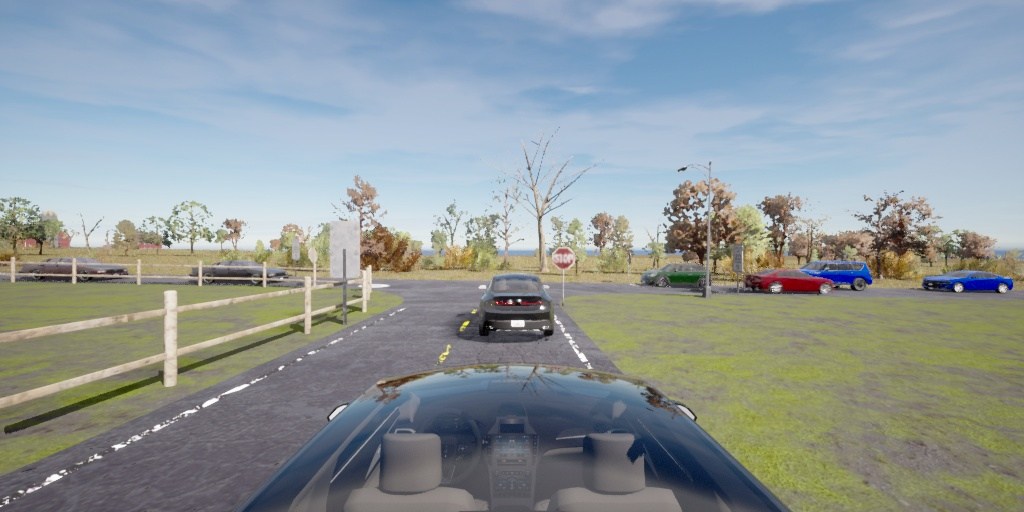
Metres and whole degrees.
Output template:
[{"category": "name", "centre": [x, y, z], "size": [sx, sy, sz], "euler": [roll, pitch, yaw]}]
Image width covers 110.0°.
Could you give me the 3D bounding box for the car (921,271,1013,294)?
[{"category": "car", "centre": [32.560, 1.805, 25.733], "size": [5.008, 1.535, 1.882], "euler": [1, 1, 0]}]

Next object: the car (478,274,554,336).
[{"category": "car", "centre": [0.079, 1.252, 10.377], "size": [1.837, 1.490, 4.892], "euler": [0, 0, -1]}]

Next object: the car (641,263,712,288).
[{"category": "car", "centre": [11.690, 1.309, 25.727], "size": [4.553, 1.767, 2.097], "euler": [1, 1, -2]}]

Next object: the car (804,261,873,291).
[{"category": "car", "centre": [22.479, 1.371, 25.785], "size": [5.566, 2.045, 2.150], "euler": [1, 1, 0]}]

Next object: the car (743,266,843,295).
[{"category": "car", "centre": [17.573, 1.586, 22.855], "size": [5.008, 1.535, 1.882], "euler": [1, 1, 0]}]

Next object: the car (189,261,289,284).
[{"category": "car", "centre": [-17.419, 1.008, 22.999], "size": [5.357, 1.411, 2.033], "euler": [1, 1, 0]}]

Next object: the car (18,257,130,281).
[{"category": "car", "centre": [-28.050, 0.805, 23.036], "size": [5.357, 1.411, 2.033], "euler": [1, 1, 0]}]
